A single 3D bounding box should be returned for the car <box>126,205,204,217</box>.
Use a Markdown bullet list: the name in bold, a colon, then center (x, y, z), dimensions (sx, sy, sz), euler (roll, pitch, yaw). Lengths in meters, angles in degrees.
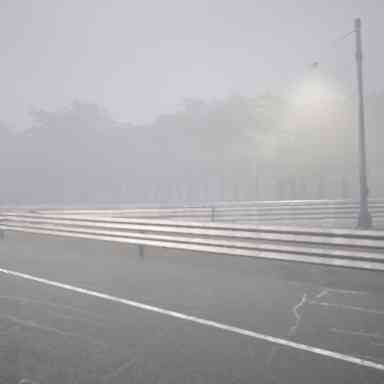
- **car**: center (-1.807, 1.569, 22.612), dimensions (5.357, 1.411, 2.033), euler (-2, -1, 7)
